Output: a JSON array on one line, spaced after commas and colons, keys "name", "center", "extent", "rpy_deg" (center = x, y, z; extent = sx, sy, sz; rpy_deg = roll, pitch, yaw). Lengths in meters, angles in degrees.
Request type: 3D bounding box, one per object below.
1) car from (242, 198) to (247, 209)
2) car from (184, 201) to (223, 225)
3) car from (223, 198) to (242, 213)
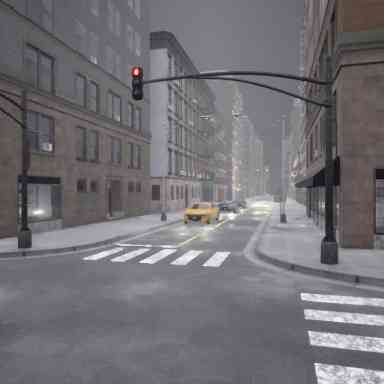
[{"name": "car", "center": [6.689, 1.610, 47.036], "extent": [2.033, 1.411, 5.357], "rpy_deg": [0, 0, 15]}, {"name": "car", "center": [0.799, 1.516, 24.948], "extent": [1.882, 1.535, 5.008], "rpy_deg": [0, 0, 15]}, {"name": "car", "center": [4.002, 1.616, 37.013], "extent": [1.994, 1.385, 4.181], "rpy_deg": [0, 0, 15]}]
